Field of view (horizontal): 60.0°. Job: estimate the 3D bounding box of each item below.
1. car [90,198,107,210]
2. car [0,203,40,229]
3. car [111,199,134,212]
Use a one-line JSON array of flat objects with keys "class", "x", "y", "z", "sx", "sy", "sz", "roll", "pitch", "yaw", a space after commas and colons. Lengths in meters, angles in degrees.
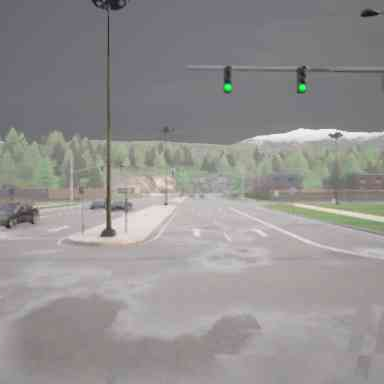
[{"class": "car", "x": -11.531, "y": 1.517, "z": 42.561, "sx": 1.812, "sy": 1.442, "sz": 4.674, "roll": 0, "pitch": 0, "yaw": 1}, {"class": "car", "x": -11.591, "y": 1.486, "z": 21.377, "sx": 2.128, "sy": 1.511, "sz": 4.902, "roll": 0, "pitch": 0, "yaw": 0}, {"class": "car", "x": -8.063, "y": 1.557, "z": 38.652, "sx": 1.994, "sy": 1.385, "sz": 4.181, "roll": 0, "pitch": 0, "yaw": 0}]
